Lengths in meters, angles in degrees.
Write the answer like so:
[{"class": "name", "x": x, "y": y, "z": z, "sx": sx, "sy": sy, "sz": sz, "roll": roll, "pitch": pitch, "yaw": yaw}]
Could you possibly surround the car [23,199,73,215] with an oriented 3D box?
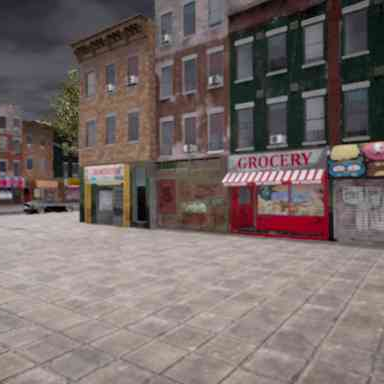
[{"class": "car", "x": -12.868, "y": 1.302, "z": 29.873, "sx": 1.947, "sy": 1.339, "sz": 4.313, "roll": 0, "pitch": 1, "yaw": 35}]
